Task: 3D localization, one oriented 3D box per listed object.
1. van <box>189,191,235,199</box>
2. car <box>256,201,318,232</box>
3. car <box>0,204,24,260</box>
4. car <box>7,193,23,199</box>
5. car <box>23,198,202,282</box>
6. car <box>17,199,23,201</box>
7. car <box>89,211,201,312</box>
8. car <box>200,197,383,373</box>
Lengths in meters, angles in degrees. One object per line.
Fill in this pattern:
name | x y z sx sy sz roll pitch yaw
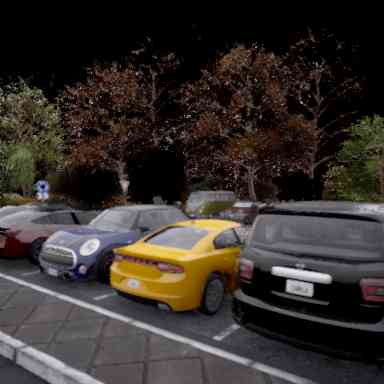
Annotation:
van | 1.289 0.927 22.926 1.878 1.987 4.442 2 2 36
car | 5.774 1.329 19.826 2.002 1.452 4.674 2 1 36
car | -3.996 1.257 10.790 2.163 1.488 4.792 2 1 36
car | -20.734 1.043 38.729 2.097 1.535 5.008 2 1 36
car | -1.739 1.172 9.152 2.185 1.767 4.553 2 1 36
car | -6.282 1.186 12.379 2.163 1.488 4.792 2 1 36
car | 0.485 1.361 7.491 2.097 1.535 5.008 1 1 36
car | 2.768 1.164 5.873 2.435 2.045 5.566 1 1 36
